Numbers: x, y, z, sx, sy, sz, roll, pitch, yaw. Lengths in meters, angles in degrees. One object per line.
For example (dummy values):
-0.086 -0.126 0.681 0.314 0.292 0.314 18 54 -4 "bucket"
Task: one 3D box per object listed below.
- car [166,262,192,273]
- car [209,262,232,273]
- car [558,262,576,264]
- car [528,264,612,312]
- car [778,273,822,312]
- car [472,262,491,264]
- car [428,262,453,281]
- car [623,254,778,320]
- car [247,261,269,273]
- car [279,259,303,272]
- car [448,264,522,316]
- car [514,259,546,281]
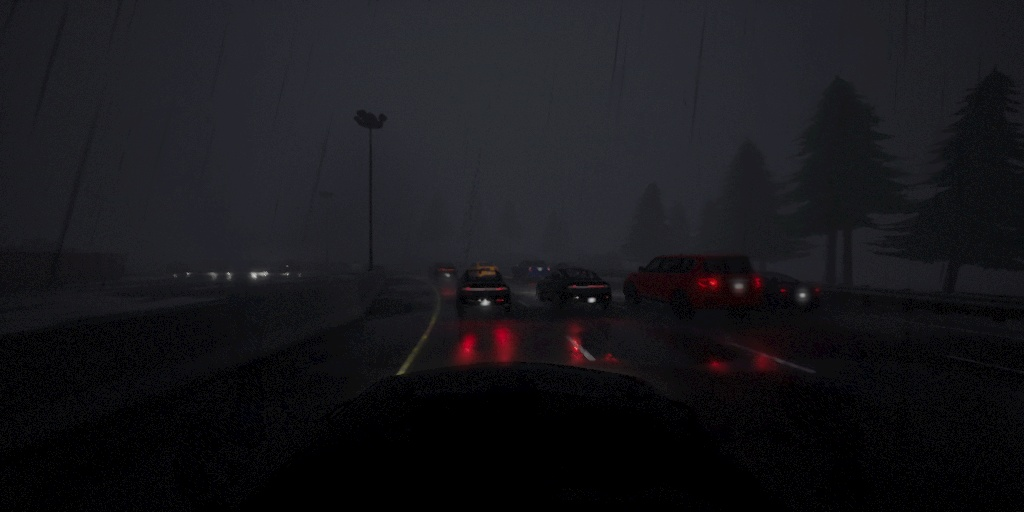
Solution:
-43.759 1.485 47.008 5.357 1.411 2.033 0 0 38 "car"
-37.731 1.435 46.408 4.674 1.442 1.812 -1 0 43 "car"
4.769 1.262 31.849 1.812 1.442 4.674 0 0 -20 "car"
2.268 1.234 14.177 2.128 1.511 4.902 0 0 -8 "car"
9.357 1.278 13.888 1.994 1.385 4.181 0 0 -8 "car"
-2.786 1.244 32.042 1.882 1.535 5.008 0 0 -22 "car"
-5.925 1.284 30.506 1.837 1.490 4.892 0 0 -22 "car"
6.052 0.949 12.812 2.150 2.045 5.566 0 0 -8 "car"
-33.339 1.384 46.984 2.128 1.511 4.902 0 0 -44 "car"
-29.883 1.229 48.457 2.097 1.767 4.553 0 0 -43 "car"
-1.168 1.248 13.553 2.128 1.511 4.902 0 0 -8 "car"
1.516 1.101 30.474 2.097 1.767 4.553 0 0 -20 "car"
